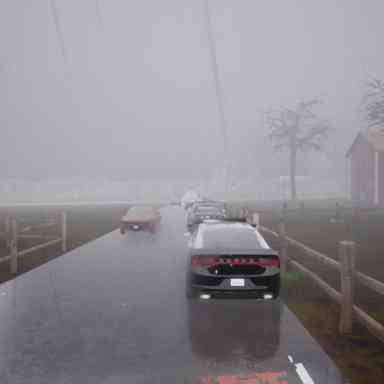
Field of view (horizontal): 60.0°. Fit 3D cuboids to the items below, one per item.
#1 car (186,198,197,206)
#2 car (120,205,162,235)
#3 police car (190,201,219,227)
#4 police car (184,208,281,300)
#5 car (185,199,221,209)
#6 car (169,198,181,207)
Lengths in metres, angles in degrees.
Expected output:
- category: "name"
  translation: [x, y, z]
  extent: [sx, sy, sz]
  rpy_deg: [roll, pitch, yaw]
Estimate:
- category: "car"
  translation: [-0.046, 1.837, 59.519]
  extent: [1.895, 1.301, 4.718]
  rpy_deg: [0, 0, 0]
- category: "car"
  translation: [-2.864, 1.525, 19.425]
  extent: [1.882, 1.535, 5.008]
  rpy_deg: [0, 0, 0]
- category: "police car"
  translation: [0.806, 1.502, 24.595]
  extent: [1.930, 1.638, 5.238]
  rpy_deg: [0, 0, 0]
- category: "police car"
  translation: [0.818, 1.432, 8.587]
  extent: [1.930, 1.638, 5.238]
  rpy_deg: [0, 0, 0]
- category: "car"
  translation: [0.809, 1.394, 18.453]
  extent: [2.097, 1.767, 4.553]
  rpy_deg: [0, 0, 0]
- category: "car"
  translation: [-2.795, 1.703, 56.077]
  extent: [1.882, 1.535, 5.008]
  rpy_deg: [0, 0, 0]
